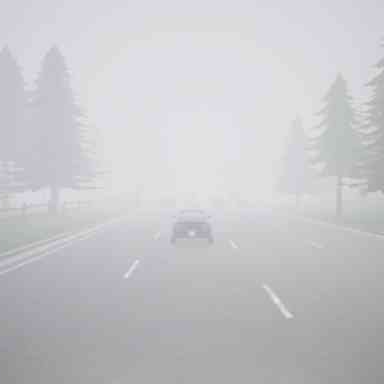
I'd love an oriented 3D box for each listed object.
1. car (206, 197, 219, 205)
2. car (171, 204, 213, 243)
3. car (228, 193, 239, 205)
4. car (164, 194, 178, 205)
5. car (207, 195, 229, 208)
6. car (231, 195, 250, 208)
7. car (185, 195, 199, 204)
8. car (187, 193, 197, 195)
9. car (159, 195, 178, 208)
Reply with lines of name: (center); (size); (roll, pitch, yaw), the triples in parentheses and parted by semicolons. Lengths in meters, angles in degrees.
car: (3.493, 1.545, 56.841); (1.895, 1.301, 4.718); (0, 0, 0)
car: (-0.002, 1.510, 15.777); (1.812, 1.442, 4.674); (0, 0, 0)
car: (6.993, 1.166, 56.841); (2.150, 2.045, 5.566); (0, 0, 0)
car: (-3.507, 1.296, 56.780); (2.097, 1.767, 4.553); (0, 0, 0)
car: (3.494, 1.446, 46.391); (2.128, 1.511, 4.902); (0, 0, 0)
car: (6.994, 1.480, 46.808); (1.812, 1.442, 4.674); (0, 0, 0)
car: (-0.006, 1.518, 46.807); (1.994, 1.385, 4.181); (0, 0, 0)
car: (-0.007, 1.166, 56.840); (2.150, 2.045, 5.566); (0, 0, 0)
car: (-3.506, 1.502, 46.390); (2.033, 1.411, 5.357); (0, 0, 0)
